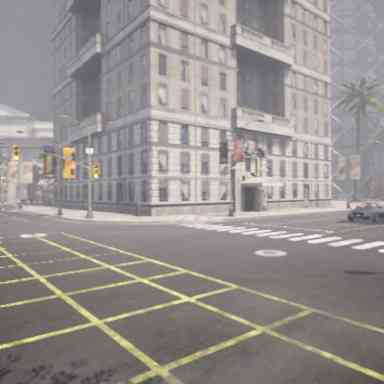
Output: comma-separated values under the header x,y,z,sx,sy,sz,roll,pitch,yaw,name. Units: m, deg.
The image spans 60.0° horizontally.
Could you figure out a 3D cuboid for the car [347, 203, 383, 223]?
x,y,z,sx,sy,sz,roll,pitch,yaw,name
13.541,1.510,25.215,4.181,1.385,1.994,0,0,-38,car
